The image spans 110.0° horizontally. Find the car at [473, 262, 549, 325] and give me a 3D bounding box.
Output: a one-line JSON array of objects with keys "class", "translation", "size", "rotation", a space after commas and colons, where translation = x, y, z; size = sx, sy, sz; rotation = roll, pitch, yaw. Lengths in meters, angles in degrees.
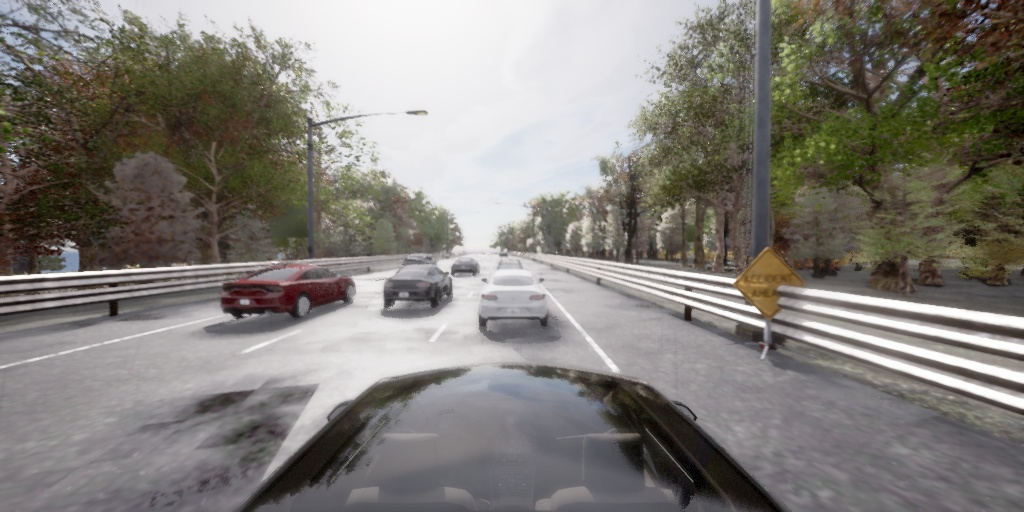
[{"class": "car", "translation": [0.030, 1.091, 10.796], "size": [1.812, 1.442, 4.674], "rotation": [0, 1, 0]}]

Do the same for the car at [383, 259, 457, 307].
[{"class": "car", "translation": [-3.483, 1.033, 13.808], "size": [1.812, 1.442, 4.674], "rotation": [0, 1, 0]}]

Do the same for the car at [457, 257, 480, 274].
[{"class": "car", "translation": [-3.695, 0.783, 28.920], "size": [1.994, 1.385, 4.181], "rotation": [0, 1, -1]}]

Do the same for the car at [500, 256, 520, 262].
[{"class": "car", "translation": [-0.158, 0.861, 26.703], "size": [1.895, 1.301, 4.718], "rotation": [0, 1, -1]}]

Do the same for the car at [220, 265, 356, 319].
[{"class": "car", "translation": [-6.998, 1.028, 11.899], "size": [1.882, 1.535, 5.008], "rotation": [0, 1, 1]}]

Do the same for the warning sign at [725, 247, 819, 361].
[{"class": "warning sign", "translation": [4.540, 0.769, 6.362], "size": [1.300, 1.860, 1.060], "rotation": [0, 0, 0]}]

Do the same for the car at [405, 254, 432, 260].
[{"class": "car", "translation": [-7.213, 0.647, 28.458], "size": [1.837, 1.490, 4.892], "rotation": [6, -2, 0]}]
